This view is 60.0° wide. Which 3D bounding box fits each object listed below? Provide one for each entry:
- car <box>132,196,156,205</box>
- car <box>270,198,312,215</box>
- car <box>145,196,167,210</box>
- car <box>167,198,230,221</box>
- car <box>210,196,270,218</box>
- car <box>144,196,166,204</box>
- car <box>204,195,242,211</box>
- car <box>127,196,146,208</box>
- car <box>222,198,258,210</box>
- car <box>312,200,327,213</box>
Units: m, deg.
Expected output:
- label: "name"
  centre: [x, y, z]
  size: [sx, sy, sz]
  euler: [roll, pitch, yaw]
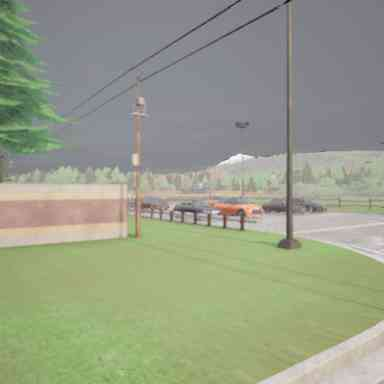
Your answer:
- label: "car"
  centre: [-8.283, 1.405, 56.866]
  size: [2.128, 1.511, 4.902]
  euler: [0, 0, -35]
- label: "car"
  centre: [9.047, 1.436, 32.822]
  size: [1.812, 1.442, 4.674]
  euler: [0, 0, -36]
- label: "car"
  centre: [-4.504, 1.289, 39.609]
  size: [2.097, 1.767, 4.553]
  euler: [0, 0, -36]
- label: "car"
  centre: [0.400, 1.438, 26.859]
  size: [2.128, 1.511, 4.902]
  euler: [0, 0, -36]
- label: "car"
  centre: [3.881, 1.286, 28.017]
  size: [2.097, 1.767, 4.553]
  euler: [0, 0, -36]
- label: "car"
  centre: [-6.769, 1.502, 60.778]
  size: [1.895, 1.301, 4.718]
  euler: [0, 0, -35]
- label: "car"
  centre: [3.701, 1.263, 40.217]
  size: [2.097, 1.767, 4.553]
  euler: [0, 0, -36]
- label: "car"
  centre: [-7.428, 1.450, 37.686]
  size: [1.837, 1.490, 4.892]
  euler: [0, 1, -36]
- label: "car"
  centre: [6.095, 1.499, 42.883]
  size: [1.895, 1.301, 4.718]
  euler: [0, 0, -36]
- label: "car"
  centre: [11.772, 1.403, 35.030]
  size: [1.837, 1.490, 4.892]
  euler: [0, 0, -36]
